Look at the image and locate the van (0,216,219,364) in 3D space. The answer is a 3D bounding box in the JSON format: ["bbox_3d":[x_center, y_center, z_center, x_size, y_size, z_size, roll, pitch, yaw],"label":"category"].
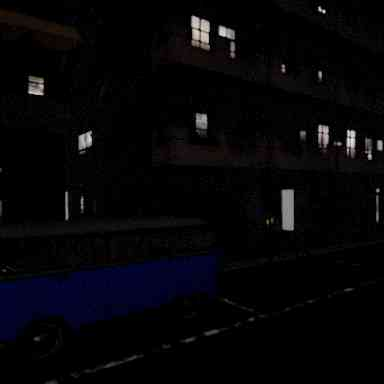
[{"bbox_3d":[-1.417,1.340,5.553,3.998,1.788,1.690,0,0,-35],"label":"van"}]
